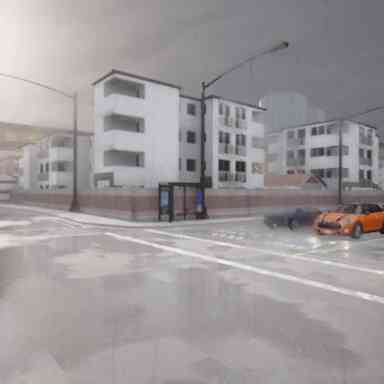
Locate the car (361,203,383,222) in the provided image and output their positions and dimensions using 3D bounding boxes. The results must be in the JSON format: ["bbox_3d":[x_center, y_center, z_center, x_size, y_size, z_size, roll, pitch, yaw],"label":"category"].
[{"bbox_3d":[16.160,1.648,27.498,4.718,1.301,1.895,0,0,-35],"label":"car"}]

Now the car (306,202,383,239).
[{"bbox_3d":[8.423,1.364,17.507,4.553,1.767,2.097,0,0,-37],"label":"car"}]

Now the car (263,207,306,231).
[{"bbox_3d":[6.543,1.602,20.479,4.718,1.301,1.895,0,0,-37],"label":"car"}]
